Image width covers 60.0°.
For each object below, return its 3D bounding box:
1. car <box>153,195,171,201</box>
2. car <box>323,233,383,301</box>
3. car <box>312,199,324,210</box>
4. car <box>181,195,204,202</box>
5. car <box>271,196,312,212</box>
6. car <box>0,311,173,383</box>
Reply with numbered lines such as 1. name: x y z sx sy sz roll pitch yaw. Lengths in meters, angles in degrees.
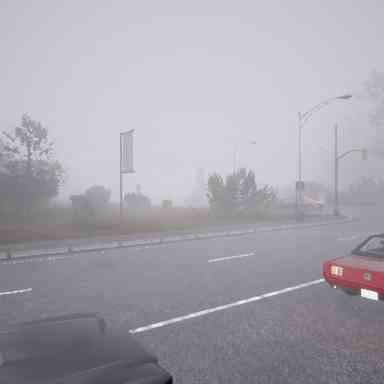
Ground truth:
1. car: -6.724 1.330 73.987 1.895 1.301 4.718 -1 0 -38
2. car: 5.048 1.570 7.363 4.718 1.301 1.895 0 0 -36
3. car: 12.758 1.252 38.410 1.882 1.535 5.008 -1 0 -39
4. car: 0.009 1.276 65.720 2.033 1.411 5.357 -1 0 -38
5. car: 10.134 1.404 36.087 1.895 1.301 4.718 -1 0 -39
6. car: -2.399 1.601 2.024 4.718 1.301 1.895 0 0 -36
